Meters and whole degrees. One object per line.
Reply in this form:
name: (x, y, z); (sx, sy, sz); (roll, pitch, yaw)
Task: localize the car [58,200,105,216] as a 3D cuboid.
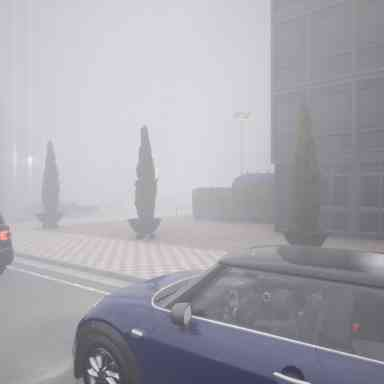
car: (-11.258, 1.601, 32.525); (1.895, 1.301, 4.718); (0, 0, 35)

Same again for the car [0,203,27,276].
car: (-7.033, 1.222, 8.995); (5.566, 2.045, 2.150); (0, 0, 36)

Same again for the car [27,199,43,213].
car: (-16.776, 1.491, 37.202); (2.128, 1.511, 4.902); (0, 0, 35)

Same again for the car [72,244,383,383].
car: (0.827, 1.352, 3.404); (4.553, 1.767, 2.097); (0, 0, 36)

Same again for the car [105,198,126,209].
car: (-11.073, 1.564, 45.336); (1.994, 1.385, 4.181); (0, 0, 35)

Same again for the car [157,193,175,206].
car: (-4.982, 1.221, 54.013); (2.150, 2.045, 5.566); (0, 0, 35)
